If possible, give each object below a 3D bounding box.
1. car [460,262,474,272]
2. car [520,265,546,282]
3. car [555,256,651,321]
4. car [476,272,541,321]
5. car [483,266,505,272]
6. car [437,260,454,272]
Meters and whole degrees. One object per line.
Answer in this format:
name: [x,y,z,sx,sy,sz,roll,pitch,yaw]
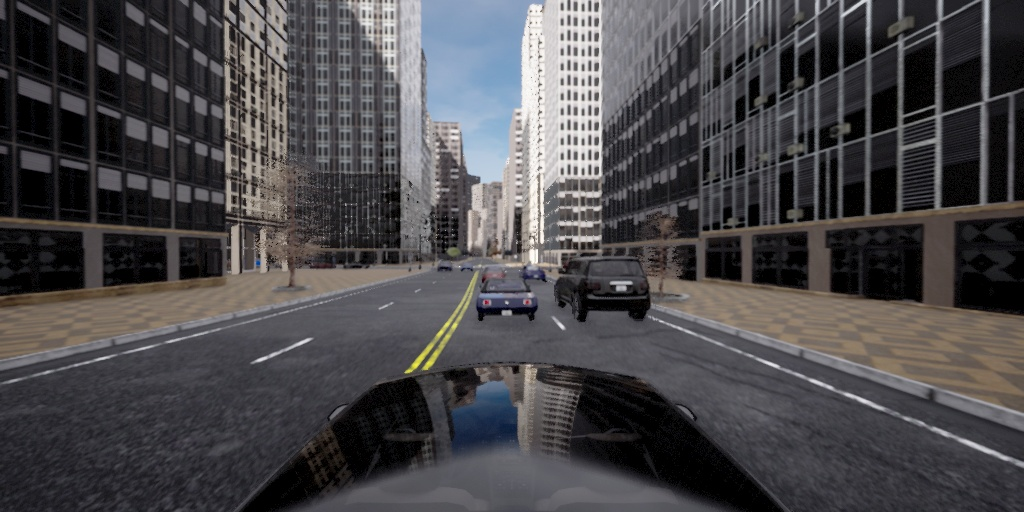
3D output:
car: [-6.880,1.650,55.063,2.033,1.411,5.357,0,0,-5]
car: [1.723,1.457,30.597,1.812,1.442,4.674,0,0,-5]
car: [2.998,1.037,12.938,2.150,2.045,5.566,0,0,-3]
car: [-0.254,1.426,12.904,1.895,1.301,4.718,0,0,-3]
car: [-1.505,1.503,30.176,1.994,1.385,4.181,0,0,-5]
car: [-10.112,1.462,54.666,2.097,1.767,4.553,0,0,-4]
